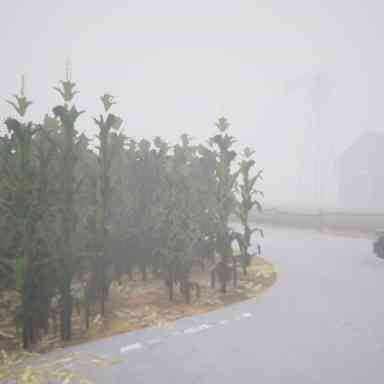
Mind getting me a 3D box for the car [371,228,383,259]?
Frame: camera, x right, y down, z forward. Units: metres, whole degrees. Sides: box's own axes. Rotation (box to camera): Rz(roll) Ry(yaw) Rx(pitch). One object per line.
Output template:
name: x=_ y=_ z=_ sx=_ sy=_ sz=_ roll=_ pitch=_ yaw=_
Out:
car: x=7.948 y=1.565 z=9.569 sx=4.892 sy=1.490 sz=1.837 roll=0 pitch=1 yaw=36
